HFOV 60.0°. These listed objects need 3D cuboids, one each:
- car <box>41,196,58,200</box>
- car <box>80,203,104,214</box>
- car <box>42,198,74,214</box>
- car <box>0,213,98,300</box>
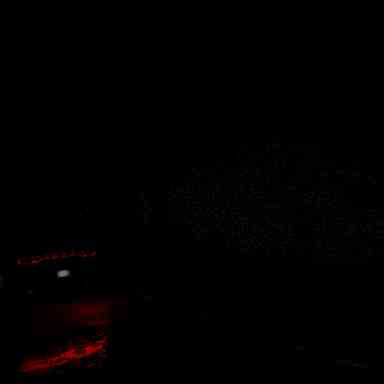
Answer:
[{"bbox_3d":[-22.435,1.623,50.878,2.150,2.045,5.566,0,-1,6],"label":"car"},{"bbox_3d":[-12.259,1.951,41.137,1.895,1.301,4.718,0,-1,-1],"label":"car"},{"bbox_3d":[-15.701,1.799,39.733,1.882,1.535,5.008,0,-1,-2],"label":"car"},{"bbox_3d":[-4.197,1.549,8.831,1.882,1.535,5.008,0,0,-38],"label":"car"}]
